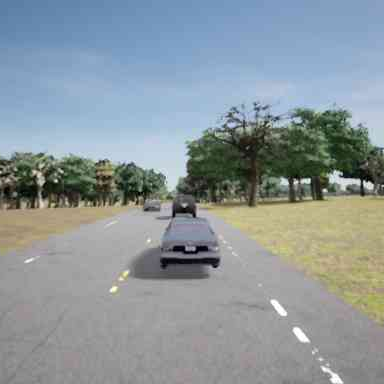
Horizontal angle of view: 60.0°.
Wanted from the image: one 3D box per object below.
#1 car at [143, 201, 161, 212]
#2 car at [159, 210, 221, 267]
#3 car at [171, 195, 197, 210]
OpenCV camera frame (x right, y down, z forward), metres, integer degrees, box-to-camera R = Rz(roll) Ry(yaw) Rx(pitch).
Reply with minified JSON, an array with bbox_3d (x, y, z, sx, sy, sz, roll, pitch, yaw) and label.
[{"bbox_3d":[-4.809,1.744,40.746,1.994,1.385,4.181,0,-1,-2],"label":"car"},{"bbox_3d":[-0.095,1.578,11.455,2.033,1.411,5.357,0,0,-1],"label":"car"},{"bbox_3d":[-0.753,1.314,31.061,2.150,2.045,5.566,0,0,-2],"label":"car"}]
